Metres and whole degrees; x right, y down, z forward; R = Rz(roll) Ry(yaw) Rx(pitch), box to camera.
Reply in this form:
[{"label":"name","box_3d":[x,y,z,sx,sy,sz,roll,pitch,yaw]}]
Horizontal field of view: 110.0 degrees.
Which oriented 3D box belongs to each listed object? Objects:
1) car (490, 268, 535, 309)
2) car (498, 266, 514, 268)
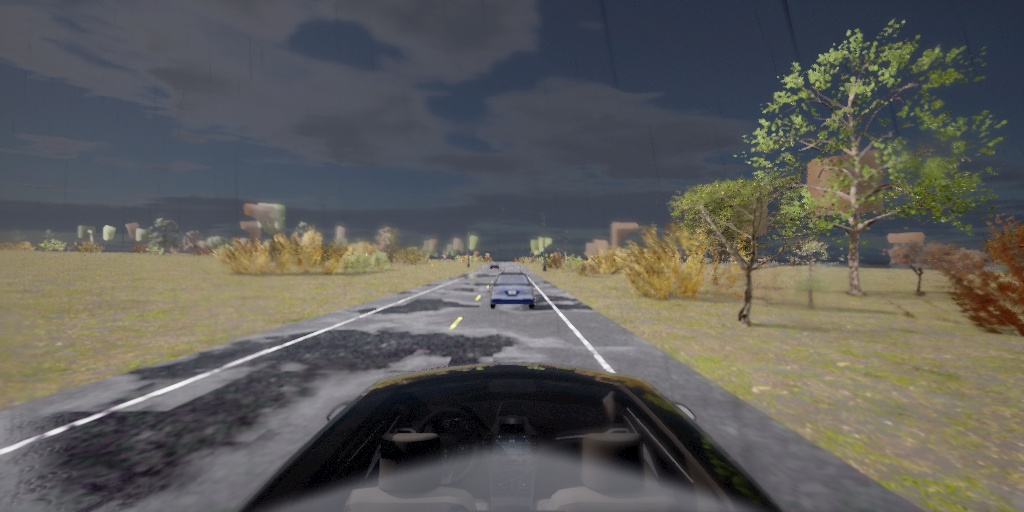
[{"label":"car","box_3d":[0.007,1.432,15.846,2.033,1.411,5.357,0,-1,0]},{"label":"car","box_3d":[0.015,1.633,30.964,1.895,1.301,4.718,0,-1,0]}]
